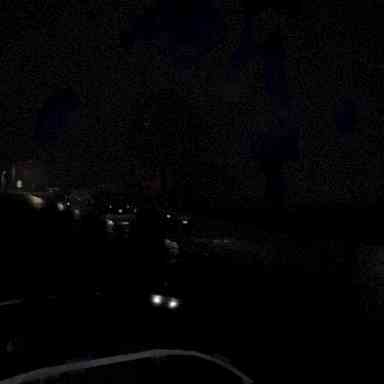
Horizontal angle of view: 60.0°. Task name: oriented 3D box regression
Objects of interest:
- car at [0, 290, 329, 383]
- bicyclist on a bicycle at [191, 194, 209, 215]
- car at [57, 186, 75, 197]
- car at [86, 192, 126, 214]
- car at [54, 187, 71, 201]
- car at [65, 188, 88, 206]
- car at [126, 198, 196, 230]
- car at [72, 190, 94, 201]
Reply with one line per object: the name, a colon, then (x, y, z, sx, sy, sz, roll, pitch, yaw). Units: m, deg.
car: (-1.258, 1.518, 1.953, 4.902, 1.511, 2.128, 1, -1, -31)
bicyclist on a bicycle: (0.631, 1.001, 26.169, 1.656, 1.620, 0.582, 1, 1, -31)
car: (-21.927, -0.087, 57.734, 2.097, 1.767, 4.553, 1, 1, -31)
car: (-6.597, 0.926, 26.570, 2.033, 1.411, 5.357, 1, 1, -31)
car: (-16.955, 0.360, 43.875, 2.128, 1.511, 4.902, 1, 1, -30)
car: (-11.630, 0.653, 34.935, 1.812, 1.442, 4.674, 1, 1, -31)
car: (-1.566, 1.129, 18.216, 2.128, 1.511, 4.902, 1, 1, -31)
car: (-15.430, 0.412, 46.943, 1.994, 1.385, 4.181, 1, 1, -31)
